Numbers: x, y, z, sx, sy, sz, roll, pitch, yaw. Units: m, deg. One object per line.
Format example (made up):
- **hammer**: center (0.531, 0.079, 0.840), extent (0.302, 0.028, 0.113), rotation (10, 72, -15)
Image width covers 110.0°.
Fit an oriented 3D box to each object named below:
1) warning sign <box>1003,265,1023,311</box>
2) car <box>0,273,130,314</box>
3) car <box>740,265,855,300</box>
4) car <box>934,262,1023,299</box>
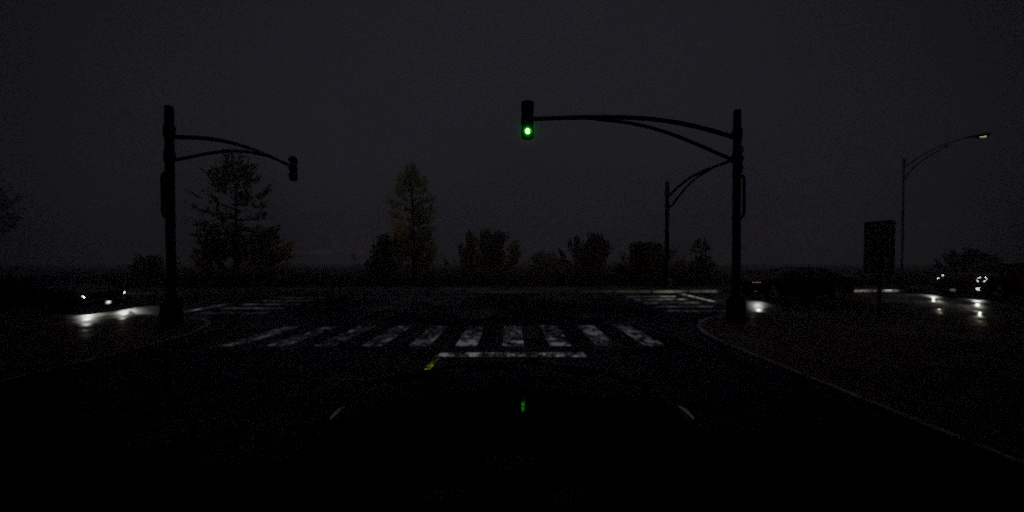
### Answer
- **warning sign**: center (17.013, 0.921, 11.592), extent (1.060, 1.860, 1.300), rotation (0, 0, -1)
- **car**: center (-18.016, 1.375, 13.599), extent (5.357, 1.411, 2.033), rotation (0, 1, -1)
- **car**: center (13.568, 1.224, 17.346), extent (5.008, 1.535, 1.882), rotation (0, 1, -1)
- **car**: center (23.733, 1.083, 17.516), extent (4.553, 1.767, 2.097), rotation (0, 1, -1)
